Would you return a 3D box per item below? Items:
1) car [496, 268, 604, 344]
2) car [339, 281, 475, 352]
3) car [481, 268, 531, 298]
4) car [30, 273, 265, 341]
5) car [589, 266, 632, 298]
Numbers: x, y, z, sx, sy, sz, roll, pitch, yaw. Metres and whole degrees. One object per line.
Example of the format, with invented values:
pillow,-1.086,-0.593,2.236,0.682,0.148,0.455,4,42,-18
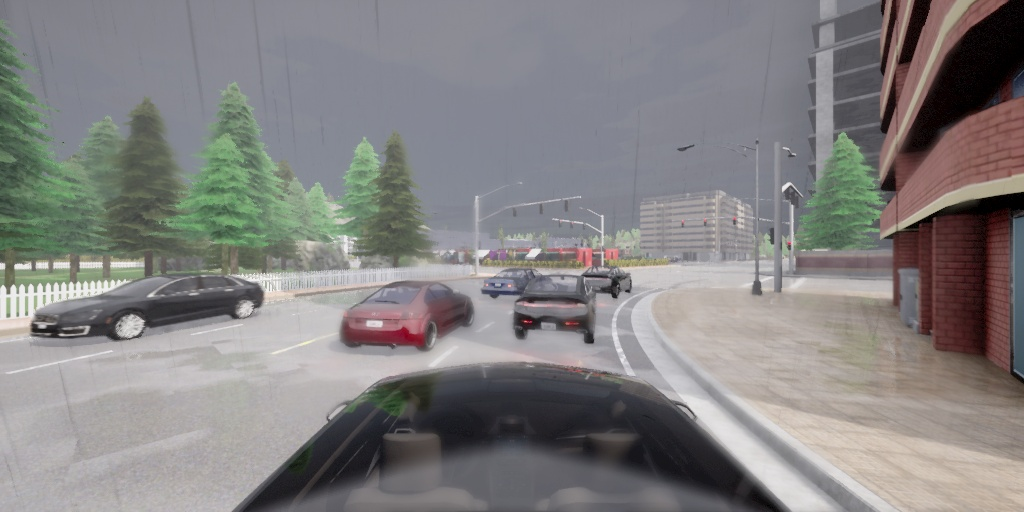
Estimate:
car,1.343,1.241,9.758,2.128,1.511,4.902,0,0,14
car,-2.367,1.313,9.086,1.994,1.385,4.181,0,0,10
car,0.461,1.296,17.805,2.033,1.411,5.357,0,0,25
car,-9.524,1.254,10.031,1.837,1.490,4.892,0,0,12
car,4.834,1.234,18.319,2.128,1.511,4.902,1,1,29
